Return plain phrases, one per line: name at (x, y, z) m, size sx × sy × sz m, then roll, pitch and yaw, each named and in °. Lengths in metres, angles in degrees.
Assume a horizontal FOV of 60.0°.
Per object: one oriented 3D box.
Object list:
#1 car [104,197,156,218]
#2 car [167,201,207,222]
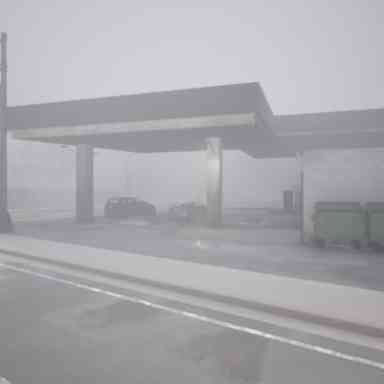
car at (-5.137, 1.271, 28.138) m, size 2.242 × 1.667 × 4.611 m, roll 0°, pitch 0°, yaw 37°
car at (-0.062, 1.439, 25.339) m, size 1.970 × 1.475 × 3.806 m, roll 0°, pitch 0°, yaw 37°
